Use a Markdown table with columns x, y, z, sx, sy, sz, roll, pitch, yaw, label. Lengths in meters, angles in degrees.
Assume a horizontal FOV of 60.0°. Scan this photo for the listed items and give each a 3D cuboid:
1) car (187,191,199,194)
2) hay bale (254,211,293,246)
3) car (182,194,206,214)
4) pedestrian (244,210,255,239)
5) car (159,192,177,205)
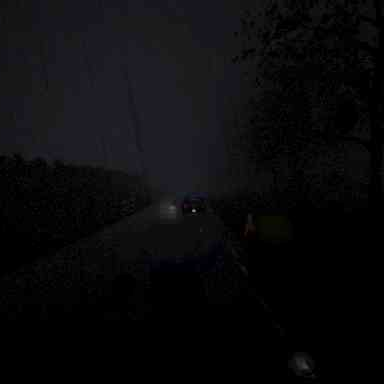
| x | y | z | sx | sy | sz | roll | pitch | yaw | label |
| --- | --- | --- | --- | --- | --- | --- | --- | --- | --- |
| 0.175 | 0.644 | 41.670 | 1.882 | 1.535 | 5.008 | 0 | 1 | 0 | car |
| 3.151 | 1.400 | 13.010 | 1.220 | 1.180 | 1.240 | 0 | 2 | 0 | hay bale |
| 0.146 | 1.068 | 26.975 | 1.895 | 1.301 | 4.718 | 0 | 1 | 0 | car |
| 2.518 | 1.301 | 14.131 | 0.375 | 1.300 | 0.375 | 0 | 2 | 0 | pedestrian |
| -2.774 | 0.699 | 39.829 | 2.128 | 1.511 | 4.902 | 0 | 1 | 0 | car |
